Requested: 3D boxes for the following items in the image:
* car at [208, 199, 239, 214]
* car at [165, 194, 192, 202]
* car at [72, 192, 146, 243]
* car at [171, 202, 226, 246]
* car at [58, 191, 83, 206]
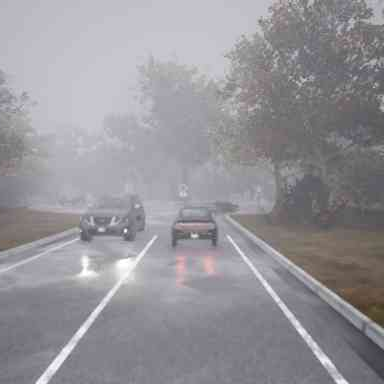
[{"bbox_3d":[2.607,1.372,31.305,1.994,1.385,4.181,0,0,42],"label":"car"},{"bbox_3d":[-2.581,1.090,63.616,5.008,1.535,1.882,0,0,-3],"label":"car"},{"bbox_3d":[-3.576,1.124,15.980,2.150,2.045,5.566,0,0,0],"label":"car"},{"bbox_3d":[0.102,1.401,14.775,2.128,1.511,4.902,0,0,0],"label":"car"},{"bbox_3d":[-17.498,0.923,49.010,2.150,2.045,5.566,0,1,6],"label":"car"}]
